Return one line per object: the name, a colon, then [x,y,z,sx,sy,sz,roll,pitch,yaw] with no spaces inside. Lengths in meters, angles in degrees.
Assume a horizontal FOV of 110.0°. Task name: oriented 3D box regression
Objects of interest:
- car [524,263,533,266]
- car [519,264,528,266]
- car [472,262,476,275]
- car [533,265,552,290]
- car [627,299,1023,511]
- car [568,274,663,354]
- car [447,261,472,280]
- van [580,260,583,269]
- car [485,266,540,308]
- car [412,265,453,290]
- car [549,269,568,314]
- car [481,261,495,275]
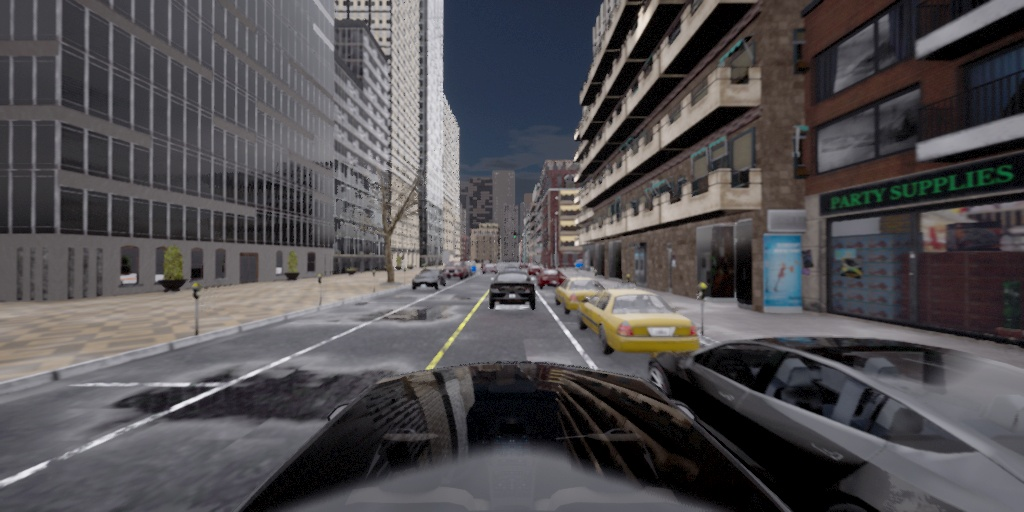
car: [2.701,1.730,41.729,1.888,1.381,4.507,0,0,0]
car: [0.021,1.595,29.355,2.033,1.411,5.357,0,-1,0]
car: [-5.679,1.751,41.733,1.948,1.339,4.313,0,0,0]
car: [2.696,1.547,25.162,1.888,1.381,4.507,0,0,0]
car: [2.690,1.330,3.072,1.948,1.339,4.313,0,0,0]
car: [2.692,1.348,8.764,1.751,1.417,4.829,0,0,0]
car: [-5.681,1.438,36.210,2.192,1.841,5.009,0,0,0]
van: [13.760,1.533,58.832,3.998,1.789,1.690,0,0,0]
car: [0.033,1.381,16.085,1.882,1.535,5.008,0,0,0]
car: [-5.684,1.568,25.166,1.948,1.339,4.313,0,0,0]
car: [2.693,1.408,14.287,1.751,1.417,4.829,0,0,0]
car: [-3.012,1.793,48.992,1.812,1.442,4.674,0,-1,1]
